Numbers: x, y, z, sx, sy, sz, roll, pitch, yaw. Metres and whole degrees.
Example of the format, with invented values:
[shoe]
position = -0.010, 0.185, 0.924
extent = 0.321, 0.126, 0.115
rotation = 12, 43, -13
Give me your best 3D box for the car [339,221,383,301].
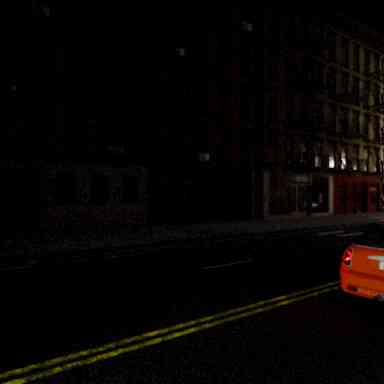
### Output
[car]
position = 5.234, 1.353, 7.166
extent = 4.553, 1.767, 2.097
rotation = 0, 0, -35
